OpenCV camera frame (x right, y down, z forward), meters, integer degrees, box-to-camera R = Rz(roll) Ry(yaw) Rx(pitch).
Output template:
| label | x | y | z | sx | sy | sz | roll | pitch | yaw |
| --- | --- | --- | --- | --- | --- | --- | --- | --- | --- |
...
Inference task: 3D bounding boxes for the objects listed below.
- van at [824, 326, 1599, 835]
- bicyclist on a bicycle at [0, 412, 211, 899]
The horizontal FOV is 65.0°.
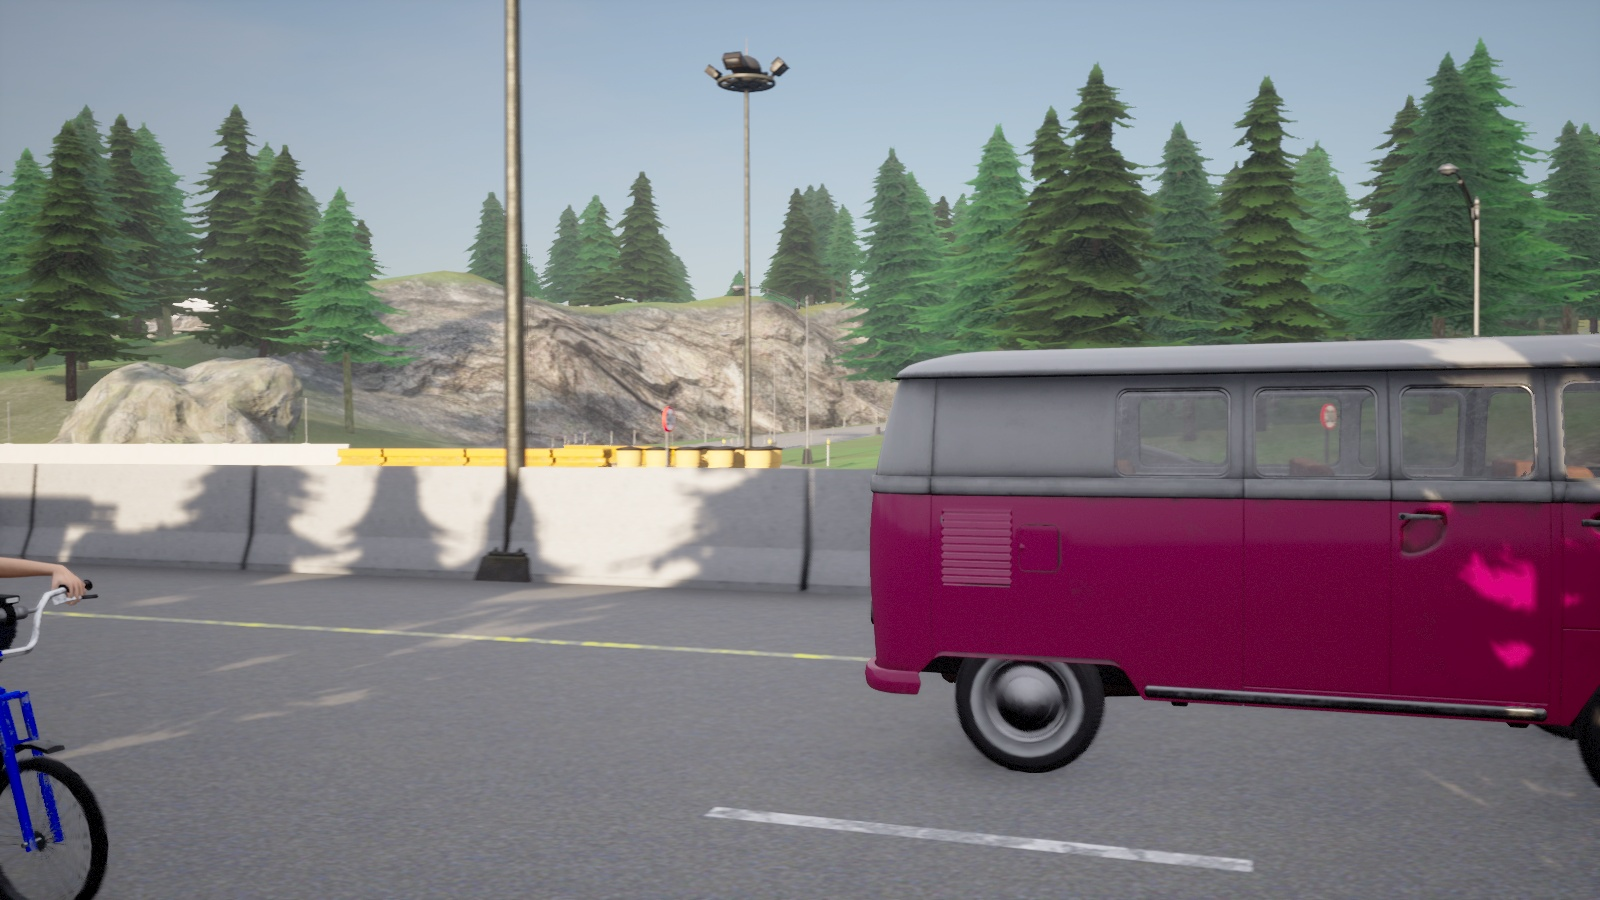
| label | x | y | z | sx | sy | sz | roll | pitch | yaw |
| --- | --- | --- | --- | --- | --- | --- | --- | --- | --- |
| van | 2.507 | 0.492 | 6.039 | 4.442 | 1.987 | 1.775 | 1 | 1 | 19 |
| bicyclist on a bicycle | -2.890 | 0.685 | 4.170 | 1.509 | 1.612 | 0.866 | 1 | 1 | 19 |
